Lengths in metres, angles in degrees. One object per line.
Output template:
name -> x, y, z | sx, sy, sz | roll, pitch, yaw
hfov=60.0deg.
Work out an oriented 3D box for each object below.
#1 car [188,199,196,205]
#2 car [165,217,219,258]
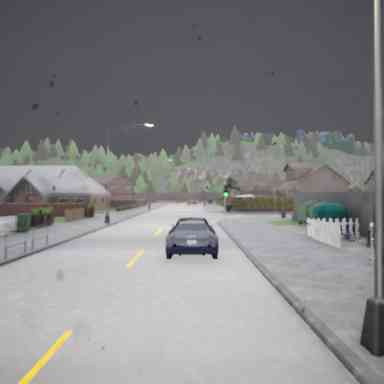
car -> 0.003, 2.353, 78.189 | 1.994, 1.385, 4.181 | 0, -1, 0
car -> 0.017, 1.713, 13.466 | 1.994, 1.385, 4.181 | 0, -1, 1
